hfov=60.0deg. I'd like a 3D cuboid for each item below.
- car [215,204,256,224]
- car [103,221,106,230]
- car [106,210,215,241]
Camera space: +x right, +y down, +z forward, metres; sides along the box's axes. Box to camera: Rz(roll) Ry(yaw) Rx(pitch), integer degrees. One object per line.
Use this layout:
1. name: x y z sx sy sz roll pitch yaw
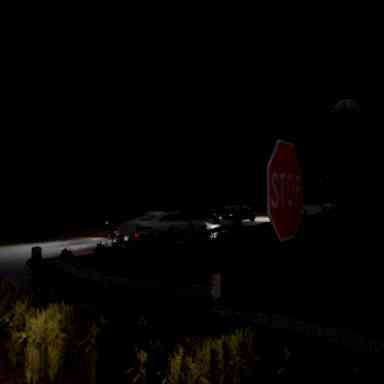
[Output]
1. car: 3.429 1.640 26.022 1.812 1.442 4.674 -1 -1 36
2. car: -2.417 1.632 17.915 1.895 1.301 4.718 -1 -1 36
3. car: -1.113 1.507 14.134 1.812 1.442 4.674 -1 -1 35
